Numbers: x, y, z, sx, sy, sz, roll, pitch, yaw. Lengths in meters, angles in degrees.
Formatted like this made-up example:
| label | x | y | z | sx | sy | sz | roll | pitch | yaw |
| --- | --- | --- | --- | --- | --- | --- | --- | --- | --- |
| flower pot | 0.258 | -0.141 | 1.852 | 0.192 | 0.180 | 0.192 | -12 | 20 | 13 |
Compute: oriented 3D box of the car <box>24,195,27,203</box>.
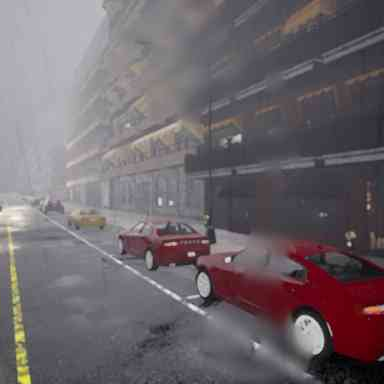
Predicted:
| label | x | y | z | sx | sy | sz | roll | pitch | yaw |
| --- | --- | --- | --- | --- | --- | --- | --- | --- | --- |
| car | -28.823 | 1.578 | 60.417 | 2.008 | 1.369 | 4.403 | 1 | 0 | -29 |

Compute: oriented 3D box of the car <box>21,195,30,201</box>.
| label | x | y | z | sx | sy | sz | roll | pitch | yaw |
| --- | --- | --- | --- | --- | --- | --- | --- | --- | --- |
| car | -42.685 | 1.565 | 85.150 | 1.887 | 1.381 | 4.507 | 1 | 0 | -29 |

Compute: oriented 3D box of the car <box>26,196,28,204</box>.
| label | x | y | z | sx | sy | sz | roll | pitch | yaw |
| --- | --- | --- | --- | --- | --- | --- | --- | --- | --- |
| car | -26.051 | 1.572 | 55.470 | 1.887 | 1.381 | 4.507 | 1 | 0 | -29 |

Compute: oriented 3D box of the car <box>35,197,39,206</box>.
| label | x | y | z | sx | sy | sz | roll | pitch | yaw |
| --- | --- | --- | --- | --- | --- | --- | --- | --- | --- |
| car | -17.733 | 1.607 | 40.632 | 1.802 | 1.307 | 4.206 | 1 | 0 | -29 |

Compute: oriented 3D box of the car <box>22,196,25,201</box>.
| label | x | y | z | sx | sy | sz | roll | pitch | yaw |
| --- | --- | --- | --- | --- | --- | --- | --- | --- | --- |
| car | -31.595 | 1.577 | 65.364 | 2.008 | 1.369 | 4.403 | 1 | 0 | -29 |

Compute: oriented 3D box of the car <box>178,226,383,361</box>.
| label | x | y | z | sx | sy | sz | roll | pitch | yaw |
| --- | --- | --- | --- | --- | --- | --- | --- | --- | --- |
| car | 1.673 | 1.548 | 6.001 | 1.887 | 1.381 | 4.507 | 1 | 0 | -29 |

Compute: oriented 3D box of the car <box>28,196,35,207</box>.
| label | x | y | z | sx | sy | sz | roll | pitch | yaw |
| --- | --- | --- | --- | --- | --- | --- | --- | --- | --- |
| car | -23.277 | 1.467 | 50.523 | 1.967 | 1.590 | 4.097 | 1 | 0 | -29 |

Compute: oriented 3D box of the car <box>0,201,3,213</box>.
| label | x | y | z | sx | sy | sz | roll | pitch | yaw |
| --- | --- | --- | --- | --- | --- | --- | --- | --- | --- |
| car | -22.508 | 1.378 | 37.486 | 2.097 | 1.767 | 4.553 | 0 | 0 | -29 |

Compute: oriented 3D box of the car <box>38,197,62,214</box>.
| label | x | y | z | sx | sy | sz | roll | pitch | yaw |
| --- | --- | --- | --- | --- | --- | --- | --- | --- | --- |
| car | -14.960 | 1.464 | 35.684 | 1.967 | 1.590 | 4.097 | 1 | 0 | -29 |

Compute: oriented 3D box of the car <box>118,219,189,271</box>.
| label | x | y | z | sx | sy | sz | roll | pitch | yaw |
| --- | --- | --- | --- | --- | --- | --- | --- | --- | --- |
| car | -1.099 | 1.552 | 10.948 | 1.887 | 1.381 | 4.507 | 1 | 0 | -29 |

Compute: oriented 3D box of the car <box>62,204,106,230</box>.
| label | x | y | z | sx | sy | sz | roll | pitch | yaw |
| --- | --- | --- | --- | --- | --- | --- | --- | --- | --- |
| car | -6.727 | 1.542 | 20.990 | 1.752 | 1.417 | 4.829 | 1 | 0 | -29 |
